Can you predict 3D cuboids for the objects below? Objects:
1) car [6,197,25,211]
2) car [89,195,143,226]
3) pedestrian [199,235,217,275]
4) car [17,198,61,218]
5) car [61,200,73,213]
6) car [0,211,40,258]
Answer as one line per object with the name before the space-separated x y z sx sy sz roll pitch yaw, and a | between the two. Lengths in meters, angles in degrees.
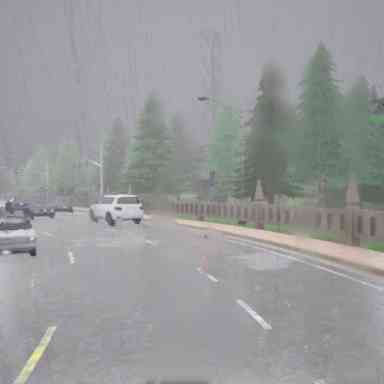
car | -19.371 1.352 37.145 2.097 1.767 4.553 0 0 -35
car | -5.461 1.221 23.622 2.150 2.045 5.566 0 0 -35
pedestrian | 0.456 1.674 8.961 0.500 1.100 0.500 0 0 -16
car | -13.357 1.547 28.860 2.033 1.411 5.357 0 0 -36
car | -14.459 1.563 36.310 1.994 1.385 4.181 0 0 -34
car | -6.867 1.601 12.472 1.895 1.301 4.718 0 0 -28
